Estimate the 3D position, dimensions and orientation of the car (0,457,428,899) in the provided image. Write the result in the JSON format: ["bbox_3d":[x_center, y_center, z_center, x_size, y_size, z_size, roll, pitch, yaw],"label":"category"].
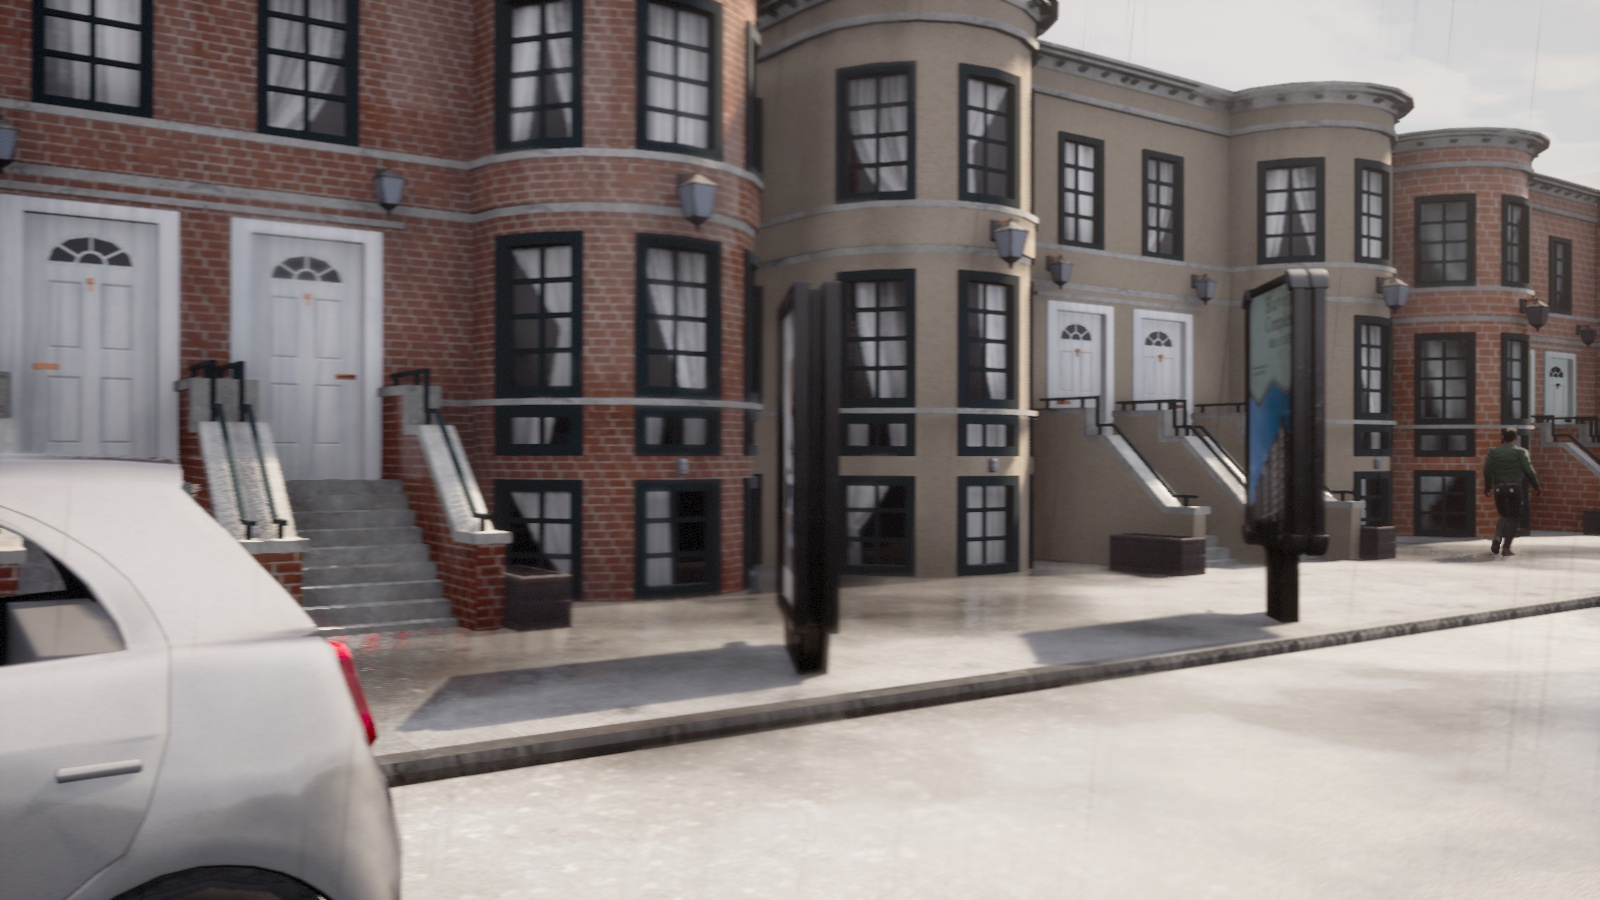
[{"bbox_3d":[-2.790,0.770,2.327,3.633,1.501,1.845,0,0,-35],"label":"car"}]

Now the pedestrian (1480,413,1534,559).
[{"bbox_3d":[9.680,0.476,17.191,0.788,1.949,0.423,0,0,-44],"label":"pedestrian"}]
